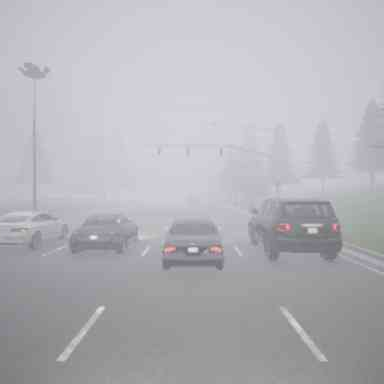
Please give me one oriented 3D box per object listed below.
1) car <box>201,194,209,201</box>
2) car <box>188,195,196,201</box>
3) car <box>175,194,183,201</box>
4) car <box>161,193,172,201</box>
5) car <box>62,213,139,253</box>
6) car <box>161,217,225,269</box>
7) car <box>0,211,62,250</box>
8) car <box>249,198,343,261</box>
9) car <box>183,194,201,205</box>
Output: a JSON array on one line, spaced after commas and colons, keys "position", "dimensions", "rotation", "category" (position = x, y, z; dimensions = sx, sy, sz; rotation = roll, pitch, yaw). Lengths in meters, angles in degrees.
[{"position": [3.510, 1.501, 88.678], "dimensions": [1.837, 1.490, 4.892], "rotation": [0, 0, 0], "category": "car"}, {"position": [0.010, 1.541, 88.679], "dimensions": [2.033, 1.411, 5.357], "rotation": [0, 0, 0], "category": "car"}, {"position": [-3.490, 1.526, 89.096], "dimensions": [1.812, 1.442, 4.674], "rotation": [0, 0, 0], "category": "car"}, {"position": [-6.990, 1.227, 88.709], "dimensions": [2.150, 2.045, 5.566], "rotation": [0, 0, 0], "category": "car"}, {"position": [-3.434, 1.564, 13.650], "dimensions": [1.994, 1.385, 4.181], "rotation": [0, 0, 0], "category": "car"}, {"position": [0.044, 1.549, 11.141], "dimensions": [2.033, 1.411, 5.357], "rotation": [0, 0, 0], "category": "car"}, {"position": [-6.932, 1.527, 14.254], "dimensions": [1.812, 1.442, 4.674], "rotation": [0, 0, 0], "category": "car"}, {"position": [3.557, 1.223, 12.418], "dimensions": [2.150, 2.045, 5.566], "rotation": [0, 0, 0], "category": "car"}, {"position": [-0.010, 1.369, 58.039], "dimensions": [2.097, 1.767, 4.553], "rotation": [-1, 0, 0], "category": "car"}]
